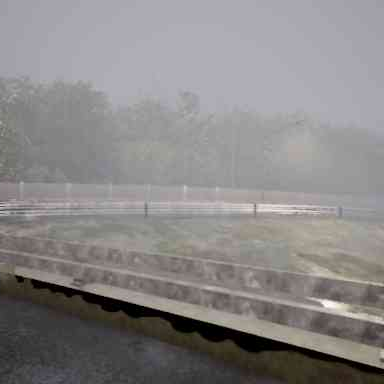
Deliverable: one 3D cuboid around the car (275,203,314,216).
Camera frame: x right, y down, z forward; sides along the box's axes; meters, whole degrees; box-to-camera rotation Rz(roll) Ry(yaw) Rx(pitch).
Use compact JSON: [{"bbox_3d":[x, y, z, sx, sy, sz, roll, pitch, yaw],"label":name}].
[{"bbox_3d":[12.069,2.019,39.265,5.008,1.535,1.882,3,-1,-21],"label":"car"}]
